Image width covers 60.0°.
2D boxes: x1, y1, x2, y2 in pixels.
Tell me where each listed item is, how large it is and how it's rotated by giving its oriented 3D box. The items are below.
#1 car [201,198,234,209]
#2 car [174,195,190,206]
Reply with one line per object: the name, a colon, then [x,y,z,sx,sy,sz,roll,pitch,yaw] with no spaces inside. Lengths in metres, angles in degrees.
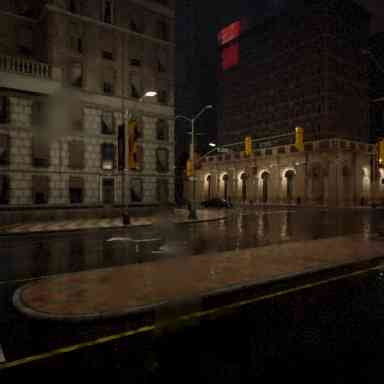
car: [3.454,1.547,46.941,2.033,1.411,5.357,0,0,-36]
car: [-2.114,1.526,54.797,1.812,1.442,4.674,0,0,-35]
